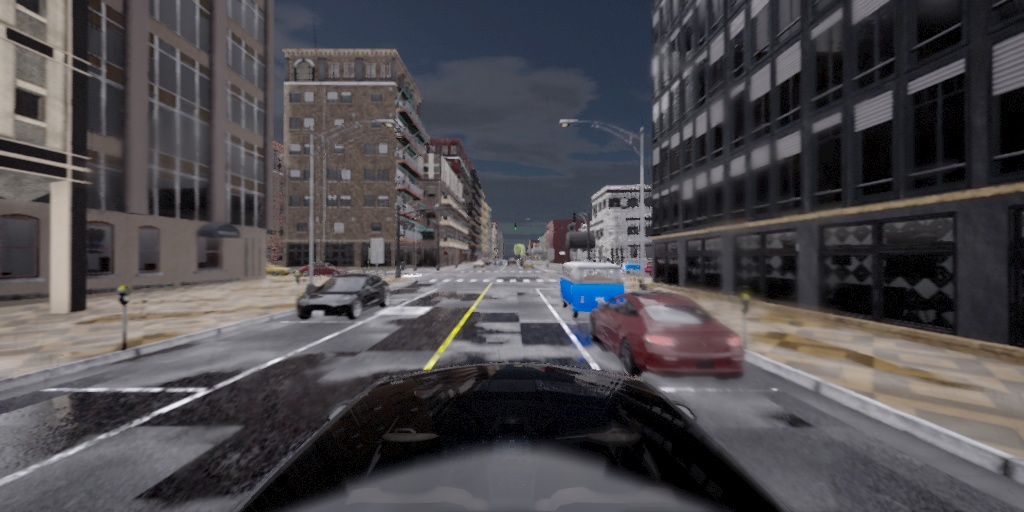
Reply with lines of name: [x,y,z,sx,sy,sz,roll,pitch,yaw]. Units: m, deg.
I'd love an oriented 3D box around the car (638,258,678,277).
car: [14.909,1.108,33.565,5.009,1.841,2.192,0,0,0]

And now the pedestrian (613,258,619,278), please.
pedestrian: [8.001,1.008,27.369,0.375,1.860,0.375,0,0,0]

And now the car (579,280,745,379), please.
car: [2.655,1.333,6.988,1.802,1.307,4.207,0,0,0]

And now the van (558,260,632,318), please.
van: [2.653,1.092,12.677,1.690,1.789,3.998,0,0,0]

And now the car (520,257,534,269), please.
car: [2.672,1.311,57.633,1.751,1.417,4.829,0,0,0]

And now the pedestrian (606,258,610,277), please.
pedestrian: [7.127,1.035,26.769,0.375,1.860,0.375,0,0,0]

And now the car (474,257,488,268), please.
car: [-5.711,1.318,62.828,1.751,1.417,4.829,0,0,0]

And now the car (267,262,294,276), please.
car: [-22.971,1.216,33.462,4.829,1.417,1.751,0,0,0]

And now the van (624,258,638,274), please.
van: [14.883,1.176,41.945,3.998,1.789,1.690,0,0,0]

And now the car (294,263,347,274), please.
car: [-17.478,1.284,33.477,4.207,1.307,1.802,0,0,0]

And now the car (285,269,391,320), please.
car: [-5.694,1.317,12.700,1.948,1.339,4.313,0,0,0]
